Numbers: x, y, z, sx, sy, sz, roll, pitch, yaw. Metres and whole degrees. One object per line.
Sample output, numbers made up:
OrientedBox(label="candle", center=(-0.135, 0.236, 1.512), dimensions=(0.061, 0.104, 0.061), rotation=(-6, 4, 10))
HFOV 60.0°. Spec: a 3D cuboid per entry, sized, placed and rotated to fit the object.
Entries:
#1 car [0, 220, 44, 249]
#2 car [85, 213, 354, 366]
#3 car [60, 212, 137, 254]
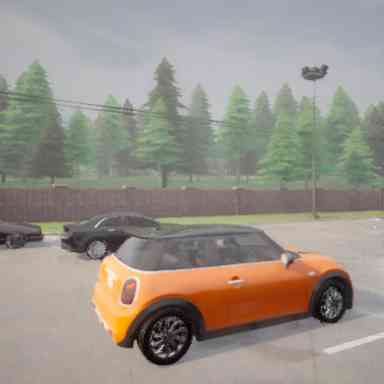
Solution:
OrientedBox(label="car", center=(-8.710, 1.525, 12.940), dimensions=(5.357, 1.411, 2.033), rotation=(0, 0, -27))
OrientedBox(label="car", center=(0.672, 1.354, 5.914), dimensions=(4.553, 1.767, 2.097), rotation=(0, 0, -27))
OrientedBox(label="car", center=(-2.247, 1.500, 12.282), dimensions=(4.892, 1.490, 1.837), rotation=(0, 0, -27))
